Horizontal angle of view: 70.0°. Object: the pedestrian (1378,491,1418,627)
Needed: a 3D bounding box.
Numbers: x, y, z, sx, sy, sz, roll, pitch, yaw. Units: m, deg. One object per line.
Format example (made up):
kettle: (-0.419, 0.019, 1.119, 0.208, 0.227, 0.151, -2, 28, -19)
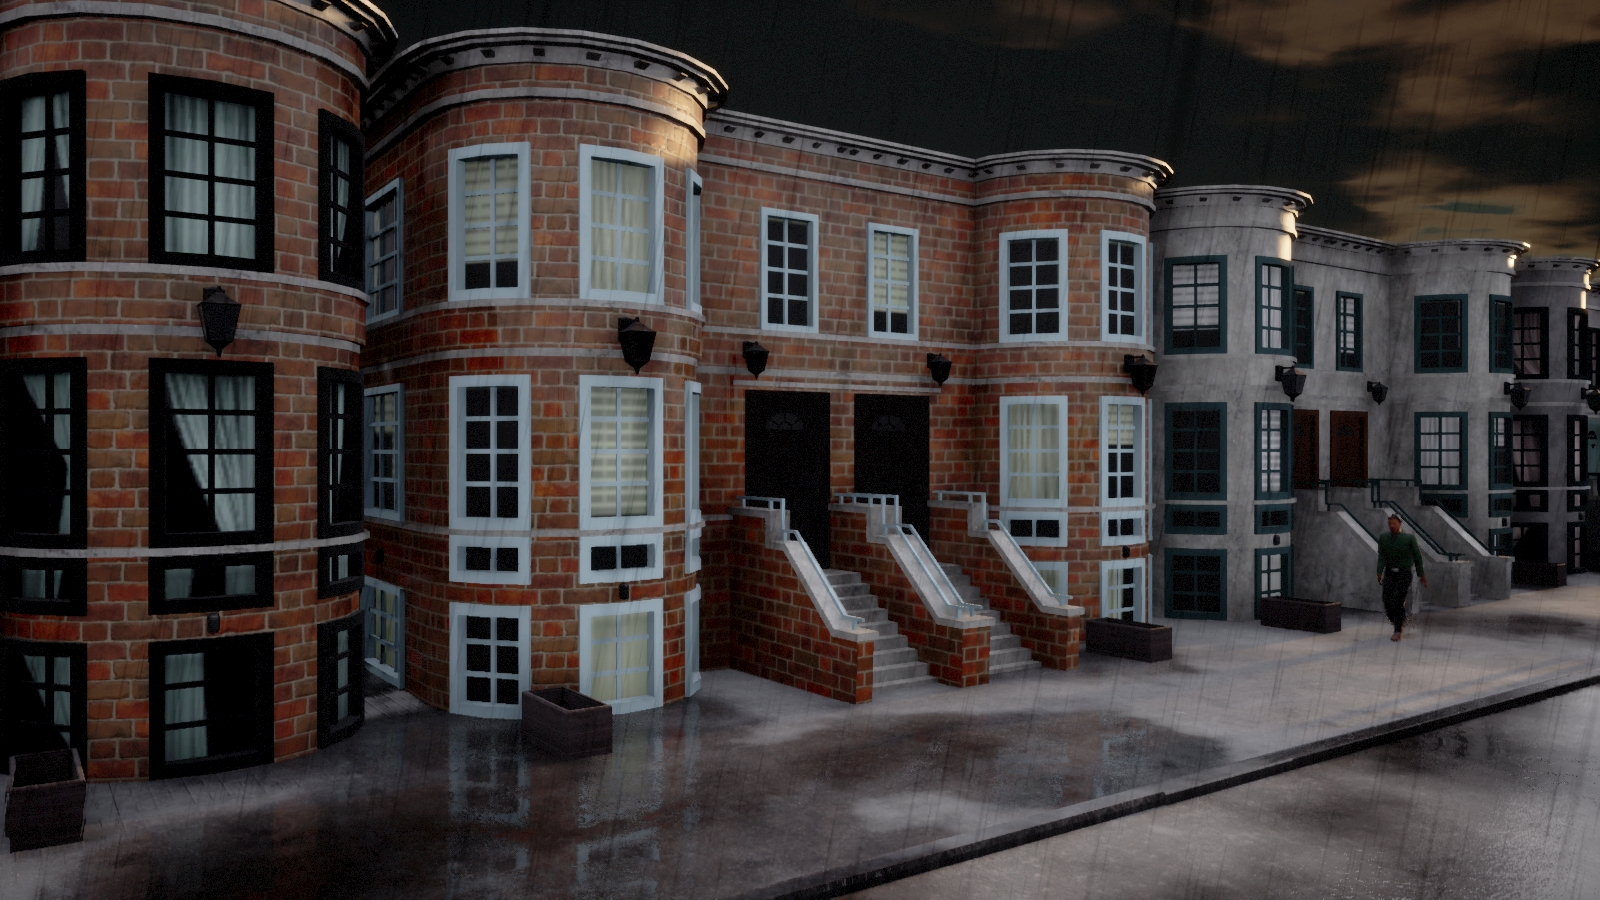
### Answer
pedestrian: (8.411, 1.520, 16.074, 0.375, 1.860, 0.375, 0, 0, -38)
